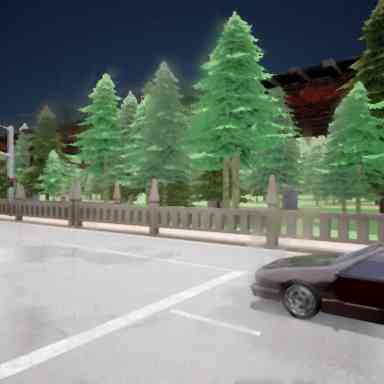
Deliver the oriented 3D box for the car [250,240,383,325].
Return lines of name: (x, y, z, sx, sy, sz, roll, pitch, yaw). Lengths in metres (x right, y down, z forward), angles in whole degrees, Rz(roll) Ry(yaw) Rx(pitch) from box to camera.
car: (3.746, 1.548, 5.599, 5.357, 1.411, 2.033, 0, 0, 36)
